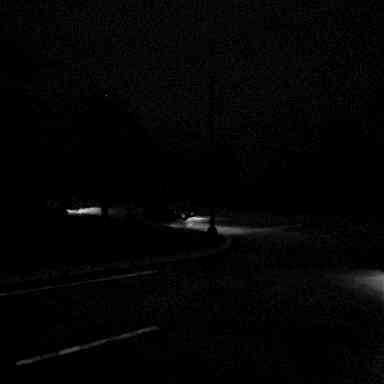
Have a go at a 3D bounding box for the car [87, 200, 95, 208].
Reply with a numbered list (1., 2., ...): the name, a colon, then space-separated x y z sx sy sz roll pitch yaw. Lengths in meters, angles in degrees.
1. car: -16.093 1.571 49.558 2.128 1.511 4.902 0 0 -38

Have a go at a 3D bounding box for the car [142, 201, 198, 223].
1. car: -2.109 1.498 26.085 2.128 1.511 4.902 0 0 -37

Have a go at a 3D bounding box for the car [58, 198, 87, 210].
1. car: -16.124 1.558 43.926 2.128 1.511 4.902 0 0 -38
